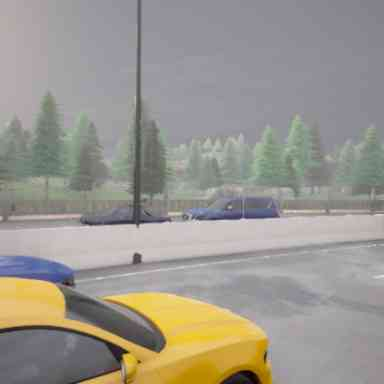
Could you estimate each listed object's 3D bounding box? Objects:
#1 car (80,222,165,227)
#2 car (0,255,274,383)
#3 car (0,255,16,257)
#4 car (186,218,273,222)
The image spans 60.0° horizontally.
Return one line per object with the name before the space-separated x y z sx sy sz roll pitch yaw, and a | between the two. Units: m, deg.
car | -3.656 1.573 18.071 4.718 1.301 1.895 1 0 -31
car | -1.504 1.462 2.542 5.008 1.535 1.882 1 0 -35
car | -4.292 1.436 4.851 5.008 1.535 1.882 1 0 -36
car | 2.025 1.250 17.303 5.566 2.045 2.150 1 0 -28
